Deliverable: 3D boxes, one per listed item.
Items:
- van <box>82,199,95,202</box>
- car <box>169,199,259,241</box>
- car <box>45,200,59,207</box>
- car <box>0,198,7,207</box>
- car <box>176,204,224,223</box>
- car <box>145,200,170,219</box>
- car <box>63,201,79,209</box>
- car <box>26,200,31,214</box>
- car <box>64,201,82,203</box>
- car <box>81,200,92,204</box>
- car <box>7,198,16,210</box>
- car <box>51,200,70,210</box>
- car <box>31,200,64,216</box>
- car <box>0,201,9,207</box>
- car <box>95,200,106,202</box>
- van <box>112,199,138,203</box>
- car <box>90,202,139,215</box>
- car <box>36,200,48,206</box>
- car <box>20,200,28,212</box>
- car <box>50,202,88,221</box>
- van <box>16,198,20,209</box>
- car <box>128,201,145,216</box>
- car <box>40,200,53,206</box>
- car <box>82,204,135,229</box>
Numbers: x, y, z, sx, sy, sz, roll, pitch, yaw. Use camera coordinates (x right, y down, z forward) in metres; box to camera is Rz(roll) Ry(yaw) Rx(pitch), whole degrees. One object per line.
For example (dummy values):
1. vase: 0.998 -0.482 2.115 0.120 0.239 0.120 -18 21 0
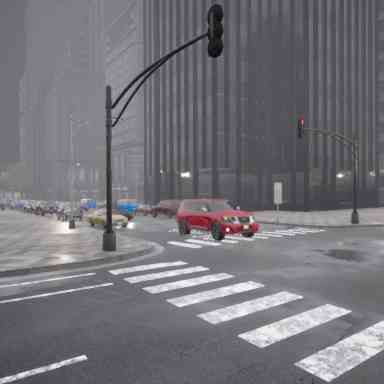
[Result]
1. van: -17.008 2.037 54.378 1.690 1.788 3.998 -1 0 -35
2. car: 1.154 1.380 18.113 2.150 2.045 5.566 0 -1 -31
3. car: -31.650 2.594 74.968 1.947 1.339 4.313 -1 0 -35
4. car: -41.210 2.666 73.710 1.887 1.381 4.507 -1 0 -35
5. car: 0.624 1.828 29.460 1.887 1.381 4.507 -1 0 -35
6. car: -2.319 1.668 33.613 2.192 1.841 5.009 -1 0 -35
7. car: -22.623 2.406 62.238 1.802 1.307 4.206 -1 0 -35
8. car: -20.470 2.195 44.463 1.887 1.381 4.507 -1 0 -35
9. car: -16.210 2.117 43.123 1.812 1.442 4.674 0 -1 -35
10. car: -17.005 2.256 49.606 1.895 1.301 4.718 0 -1 -35
11. car: -31.880 2.353 60.550 1.967 1.590 4.097 -1 0 -35
12. car: -22.986 2.270 57.990 1.882 1.535 5.008 0 -1 -35
13. car: -17.649 1.900 40.478 2.192 1.841 5.009 -1 0 -35
14. car: -44.320 2.770 78.096 1.802 1.307 4.206 -1 0 -35
15. car: -11.133 1.875 46.072 2.192 1.841 5.009 -1 0 -35
16. van: -8.195 1.832 41.919 1.690 1.788 3.998 -1 0 -35
17. car: -7.203 1.927 30.376 2.033 1.411 5.357 0 -1 -35
18. car: -37.670 2.709 83.456 2.008 1.369 4.403 -1 0 -35
19. car: -23.298 2.156 48.448 1.967 1.590 4.097 -1 0 -35
20. car: -11.991 2.004 32.506 2.008 1.369 4.403 -1 0 -35
21. van: -26.126 2.122 52.434 1.690 1.788 3.998 -1 0 -35
22. car: -5.251 2.004 37.766 1.802 1.307 4.206 -1 0 -35
23. car: -34.660 2.660 79.213 1.947 1.339 4.313 -1 0 -35
24. car: -6.240 1.843 24.397 1.752 1.417 4.829 -1 0 -35
